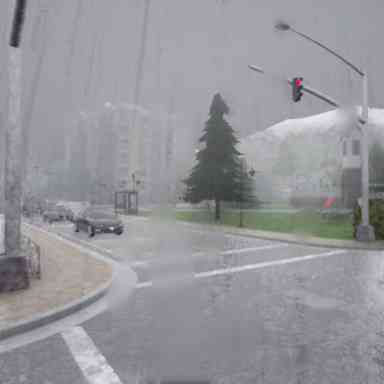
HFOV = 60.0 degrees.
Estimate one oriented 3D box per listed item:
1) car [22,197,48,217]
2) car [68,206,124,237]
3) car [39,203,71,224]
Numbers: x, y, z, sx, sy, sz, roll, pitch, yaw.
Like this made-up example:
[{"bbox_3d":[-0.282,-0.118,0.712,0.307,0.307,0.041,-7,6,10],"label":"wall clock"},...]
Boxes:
[{"bbox_3d":[-17.860,1.644,37.859,2.150,2.045,5.566,1,0,-33],"label":"car"},{"bbox_3d":[-5.639,1.738,19.809,1.837,1.490,4.892,1,-1,-34],"label":"car"},{"bbox_3d":[-11.236,1.887,28.033,1.994,1.385,4.181,1,-1,-34],"label":"car"}]
